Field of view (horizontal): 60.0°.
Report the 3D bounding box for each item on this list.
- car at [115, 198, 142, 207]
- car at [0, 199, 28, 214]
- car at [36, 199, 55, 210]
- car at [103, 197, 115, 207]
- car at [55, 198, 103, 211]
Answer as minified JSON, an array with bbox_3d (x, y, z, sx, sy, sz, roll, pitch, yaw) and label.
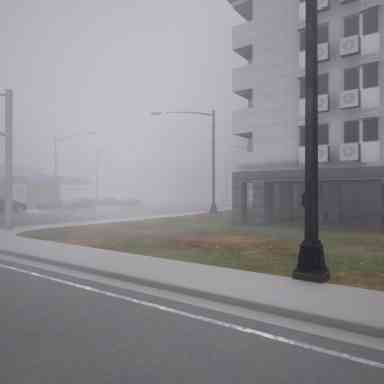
[{"bbox_3d":[-9.640,1.601,51.871,1.895,1.301,4.718,0,0,15],"label":"car"},{"bbox_3d":[-19.373,1.478,33.718,1.882,1.535,5.008,0,0,36],"label":"car"},{"bbox_3d":[-17.589,1.564,42.495,1.994,1.385,4.181,0,0,31],"label":"car"},{"bbox_3d":[-13.260,1.478,51.998,1.882,1.535,5.008,0,0,16],"label":"car"},{"bbox_3d":[-14.073,1.492,41.577,2.128,1.511,4.902,0,0,30],"label":"car"}]
